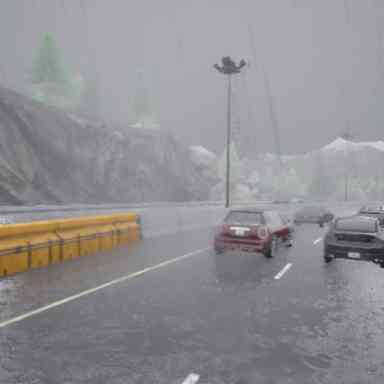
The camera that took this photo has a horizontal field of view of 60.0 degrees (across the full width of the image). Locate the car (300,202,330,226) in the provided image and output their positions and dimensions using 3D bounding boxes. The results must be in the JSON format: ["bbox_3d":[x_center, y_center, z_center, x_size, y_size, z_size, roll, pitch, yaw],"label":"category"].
[{"bbox_3d":[8.934,1.726,24.058,2.033,1.411,5.357,1,0,34],"label":"car"}]

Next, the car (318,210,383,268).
[{"bbox_3d":[5.932,1.615,11.925,1.837,1.490,4.892,1,0,28],"label":"car"}]

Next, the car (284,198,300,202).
[{"bbox_3d":[20.534,1.957,64.783,4.674,1.442,1.812,1,0,-43],"label":"car"}]

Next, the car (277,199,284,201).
[{"bbox_3d":[18.387,2.000,67.563,4.718,1.301,1.895,1,0,-43],"label":"car"}]

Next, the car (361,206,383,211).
[{"bbox_3d":[13.131,1.734,23.992,2.128,1.511,4.902,1,0,34],"label":"car"}]

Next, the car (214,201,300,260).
[{"bbox_3d":[2.648,1.415,13.194,2.097,1.767,4.553,1,0,29],"label":"car"}]

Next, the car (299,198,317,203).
[{"bbox_3d":[22.883,2.009,62.187,5.357,1.411,2.033,1,0,-43],"label":"car"}]

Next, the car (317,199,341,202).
[{"bbox_3d":[24.797,1.965,59.180,5.008,1.535,1.882,1,0,-42],"label":"car"}]
